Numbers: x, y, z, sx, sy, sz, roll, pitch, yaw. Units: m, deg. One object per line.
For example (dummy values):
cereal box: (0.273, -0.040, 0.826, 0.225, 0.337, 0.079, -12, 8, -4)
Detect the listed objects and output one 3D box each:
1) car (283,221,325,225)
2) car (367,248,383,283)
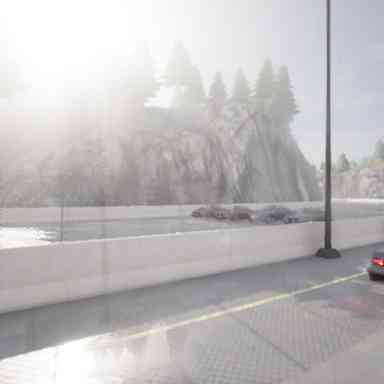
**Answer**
car: (8.392, 1.864, 24.146, 4.181, 1.385, 1.994, 1, -1, -42)
car: (6.585, 1.674, 8.683, 5.357, 1.411, 2.033, 1, -1, -38)
